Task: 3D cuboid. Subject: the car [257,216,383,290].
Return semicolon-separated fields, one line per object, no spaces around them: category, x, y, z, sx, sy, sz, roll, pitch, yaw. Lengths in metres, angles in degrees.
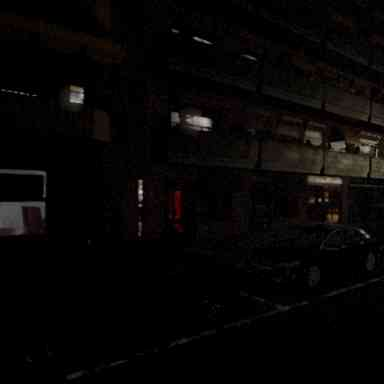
car;3.374;1.534;8.968;4.403;1.369;2.008;0;1;-36

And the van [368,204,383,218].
van;7.904;1.311;12.208;3.998;1.788;1.690;0;1;-36

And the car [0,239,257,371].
car;-1.154;1.563;5.725;4.313;1.339;1.947;0;1;-36
